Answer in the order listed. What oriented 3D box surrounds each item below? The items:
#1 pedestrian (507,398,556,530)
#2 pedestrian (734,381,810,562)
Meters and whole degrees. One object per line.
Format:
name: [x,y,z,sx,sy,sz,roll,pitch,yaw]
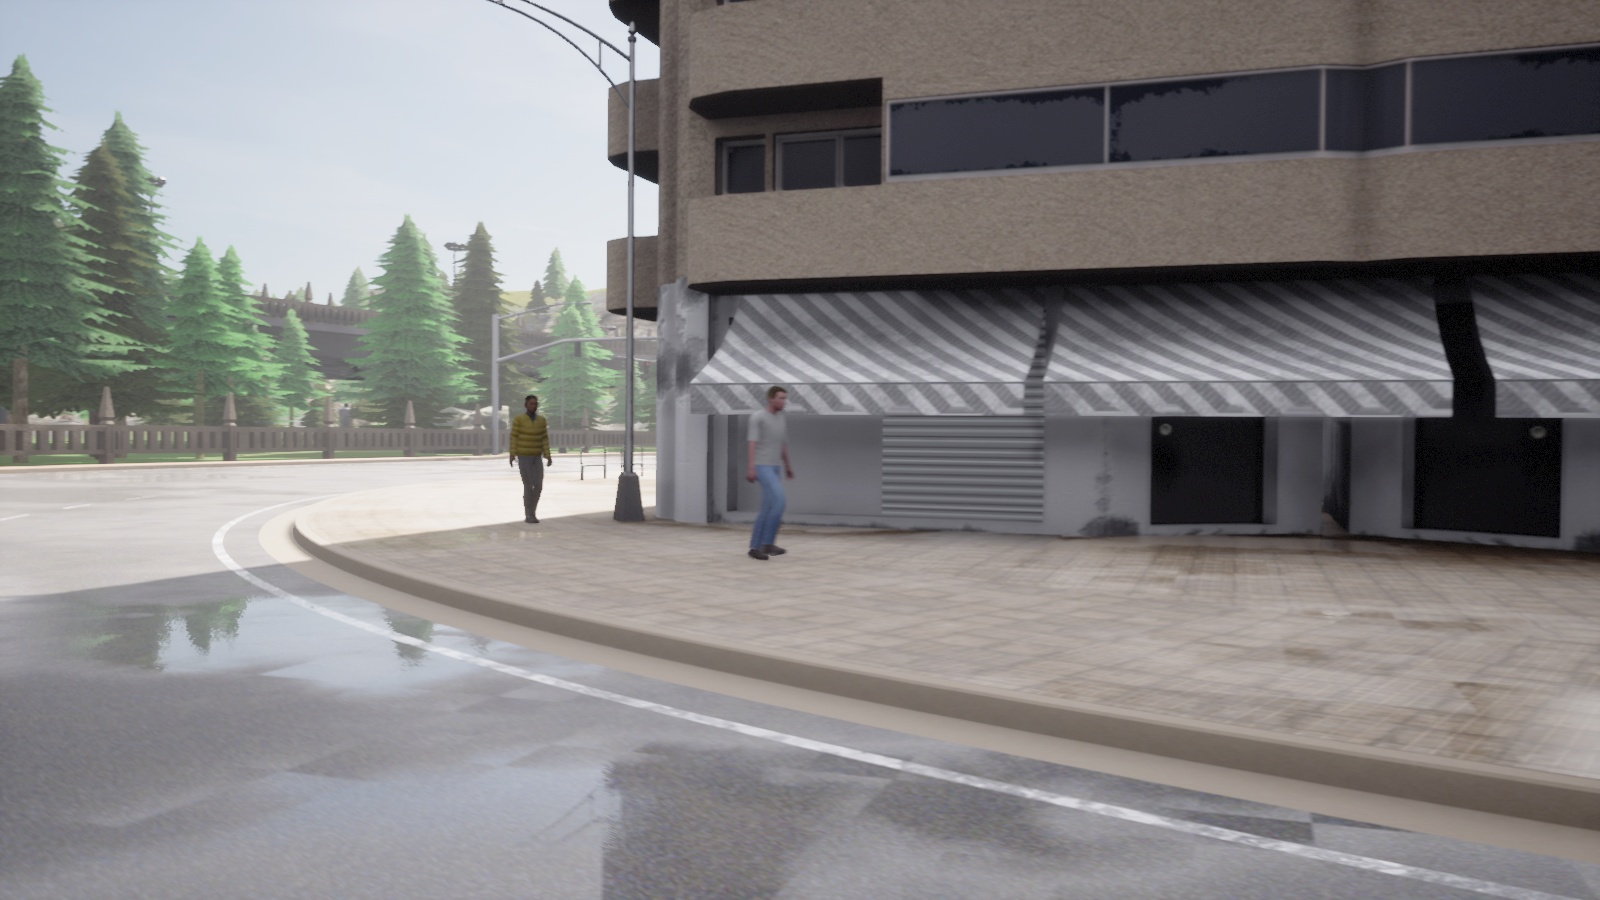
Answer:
pedestrian: [-3.823,0.188,17.850,0.431,1.840,0.709,-1,1,-33]
pedestrian: [-0.290,0.220,13.076,0.706,1.836,0.354,0,1,35]
